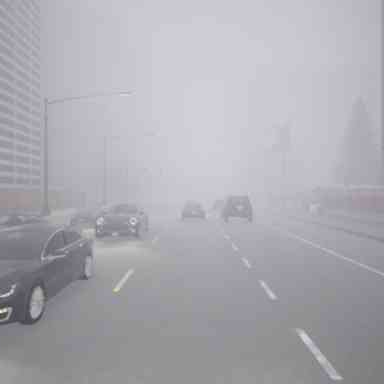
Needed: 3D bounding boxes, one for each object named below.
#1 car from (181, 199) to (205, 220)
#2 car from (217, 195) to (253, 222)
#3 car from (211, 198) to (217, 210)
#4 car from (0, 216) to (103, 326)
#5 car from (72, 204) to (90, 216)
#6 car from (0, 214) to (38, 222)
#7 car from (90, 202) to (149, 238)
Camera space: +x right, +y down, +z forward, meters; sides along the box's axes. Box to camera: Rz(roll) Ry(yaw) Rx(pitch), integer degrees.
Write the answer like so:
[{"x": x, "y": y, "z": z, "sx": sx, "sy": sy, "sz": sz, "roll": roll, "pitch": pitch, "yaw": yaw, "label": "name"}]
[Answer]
[{"x": 0.109, "y": 1.605, "z": 28.519, "sx": 1.994, "sy": 1.385, "sz": 4.181, "roll": 0, "pitch": 0, "yaw": 0, "label": "car"}, {"x": 3.527, "y": 1.264, "z": 26.962, "sx": 2.150, "sy": 2.045, "sz": 5.566, "roll": 0, "pitch": 0, "yaw": 1, "label": "car"}, {"x": 3.585, "y": 1.568, "z": 43.801, "sx": 1.837, "sy": 1.490, "sz": 4.892, "roll": 0, "pitch": 0, "yaw": 0, "label": "car"}, {"x": -3.582, "y": 1.515, "z": 7.245, "sx": 1.837, "sy": 1.490, "sz": 4.892, "roll": 0, "pitch": 0, "yaw": 0, "label": "car"}, {"x": -7.045, "y": 1.557, "z": 23.648, "sx": 1.812, "sy": 1.442, "sz": 4.674, "roll": 0, "pitch": 0, "yaw": 0, "label": "car"}, {"x": -7.077, "y": 1.581, "z": 13.358, "sx": 1.994, "sy": 1.385, "sz": 4.181, "roll": 0, "pitch": 0, "yaw": 0, "label": "car"}, {"x": -3.565, "y": 1.376, "z": 17.686, "sx": 2.097, "sy": 1.767, "sz": 4.553, "roll": 0, "pitch": 0, "yaw": 0, "label": "car"}]
